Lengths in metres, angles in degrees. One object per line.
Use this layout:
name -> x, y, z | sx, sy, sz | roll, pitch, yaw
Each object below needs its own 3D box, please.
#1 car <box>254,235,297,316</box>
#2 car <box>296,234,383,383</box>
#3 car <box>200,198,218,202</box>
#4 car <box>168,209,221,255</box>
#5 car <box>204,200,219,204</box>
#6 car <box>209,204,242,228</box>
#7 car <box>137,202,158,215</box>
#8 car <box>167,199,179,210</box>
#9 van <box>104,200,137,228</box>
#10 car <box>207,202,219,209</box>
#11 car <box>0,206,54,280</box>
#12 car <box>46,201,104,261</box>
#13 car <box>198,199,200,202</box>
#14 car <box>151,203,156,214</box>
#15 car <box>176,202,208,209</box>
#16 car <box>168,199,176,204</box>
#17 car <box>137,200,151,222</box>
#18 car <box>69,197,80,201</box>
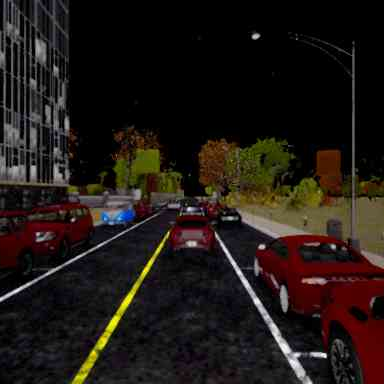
car -> 2.555, 1.620, 7.523 | 1.887, 1.381, 4.507 | -1, -1, 0
car -> 2.553, 1.336, 1.984 | 2.192, 1.841, 5.009 | -1, -1, 0
car -> 2.676, 1.775, 45.084 | 2.192, 1.841, 5.009 | -1, -1, 0
car -> 0.023, 1.664, 13.905 | 1.812, 1.442, 4.674 | 0, 0, 1
car -> 2.566, 1.914, 36.445 | 1.887, 1.381, 4.507 | -1, -1, 0
car -> 2.552, 1.808, 24.145 | 1.947, 1.339, 4.313 | -1, -1, 0
car -> -5.402, 1.980, 40.740 | 1.947, 1.339, 4.313 | -1, -1, 0
car -> -2.773, 2.131, 51.803 | 1.895, 1.301, 4.718 | 0, -1, 0
van -> -5.331, 1.583, 24.105 | 1.690, 1.788, 3.998 | -1, -1, 0
car -> 2.551, 1.844, 29.686 | 1.887, 1.381, 4.507 | -1, -1, 0
car -> -5.328, 1.390, 7.462 | 2.192, 1.841, 5.009 | -1, -1, 0
car -> -5.329, 1.445, 13.010 | 2.192, 1.841, 5.009 | -1, -1, 0
car -> 2.597, 2.339, 87.015 | 1.967, 1.590, 4.097 | -1, -1, 0
car -> -5.330, 1.901, 35.197 | 1.887, 1.381, 4.507 | -1, -1, 0
car -> 0.004, 1.825, 27.533 | 2.033, 1.411, 5.357 | 0, -1, 0
car -> -5.339, 2.496, 90.029 | 1.947, 1.339, 4.313 | -1, -1, 0
car -> -5.332, 1.614, 29.652 | 2.192, 1.841, 5.009 | -1, -1, 0
car -> -25.684, 2.019, 68.999 | 5.009, 1.841, 2.192 | 0, 0, -1
